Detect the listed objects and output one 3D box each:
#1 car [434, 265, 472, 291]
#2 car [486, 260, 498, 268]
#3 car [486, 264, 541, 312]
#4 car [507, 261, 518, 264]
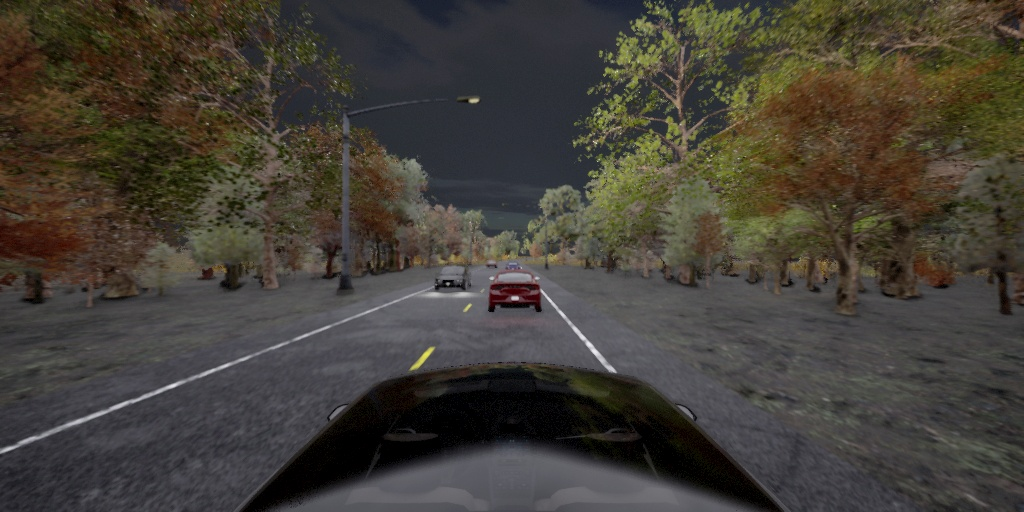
[{"bbox_3d":[-3.593,1.325,22.560,1.837,1.490,4.892,0,0,0],"label":"car"},{"bbox_3d":[-3.513,1.424,62.964,1.882,1.535,5.008,0,0,1],"label":"car"},{"bbox_3d":[0.104,1.273,14.585,1.882,1.535,5.008,0,0,0],"label":"car"},{"bbox_3d":[0.108,1.420,46.409,1.812,1.442,4.674,0,0,0],"label":"car"}]
